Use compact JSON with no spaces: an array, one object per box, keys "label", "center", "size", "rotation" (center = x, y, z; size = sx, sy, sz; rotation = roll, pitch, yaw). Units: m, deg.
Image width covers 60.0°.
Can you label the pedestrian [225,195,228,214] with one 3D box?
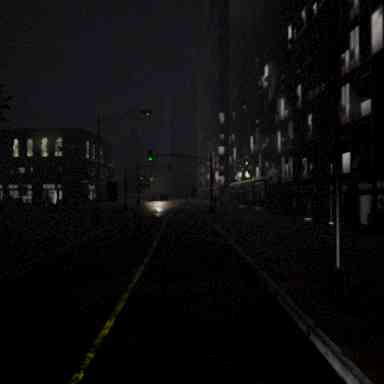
[{"label":"pedestrian","center":[3.405,1.224,32.490],"size":[0.375,1.860,0.375],"rotation":[1,-1,-4]}]

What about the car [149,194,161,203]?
[{"label":"car","center":[-8.937,1.630,77.312],"size":[1.882,1.535,5.008],"rotation":[0,0,-9]}]

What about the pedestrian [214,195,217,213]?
[{"label":"pedestrian","center":[2.328,1.221,33.622],"size":[0.375,1.860,0.375],"rotation":[1,-1,-4]}]

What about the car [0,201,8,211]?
[{"label":"car","center":[-25.781,1.722,42.303],"size":[4.403,1.369,2.008],"rotation":[0,-1,6]}]

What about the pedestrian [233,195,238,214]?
[{"label":"pedestrian","center":[4.363,1.238,33.154],"size":[0.375,1.860,0.375],"rotation":[1,-1,-4]}]

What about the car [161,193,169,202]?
[{"label":"car","center":[-7.142,1.384,83.331],"size":[2.150,2.045,5.566],"rotation":[0,0,-10]}]

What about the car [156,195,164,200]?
[{"label":"car","center":[-8.993,1.539,93.548],"size":[1.812,1.442,4.674],"rotation":[0,0,-11]}]
